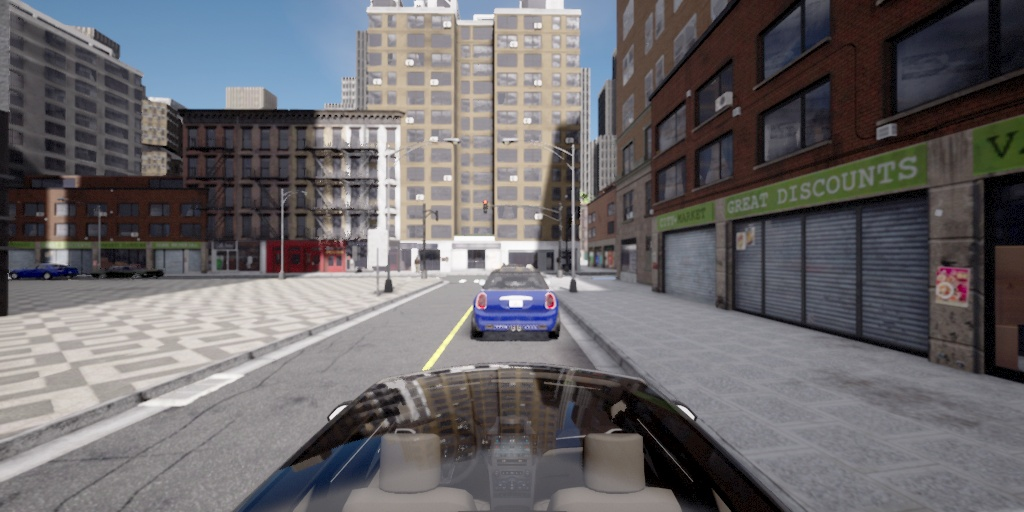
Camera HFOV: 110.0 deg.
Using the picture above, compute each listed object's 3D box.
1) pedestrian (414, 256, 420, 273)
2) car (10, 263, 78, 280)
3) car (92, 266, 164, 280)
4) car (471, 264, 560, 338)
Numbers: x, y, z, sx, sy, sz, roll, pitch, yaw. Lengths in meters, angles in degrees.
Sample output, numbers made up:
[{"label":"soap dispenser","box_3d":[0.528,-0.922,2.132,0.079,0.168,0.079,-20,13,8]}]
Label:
[{"label":"pedestrian","box_3d":[-10.248,0.913,38.519,0.375,1.860,0.375,0,0,-1]},{"label":"car","box_3d":[-45.533,1.477,34.906,5.008,1.535,1.882,0,0,-1]},{"label":"car","box_3d":[-34.074,1.529,31.930,4.718,1.301,1.895,0,0,-1]},{"label":"car","box_3d":[0.083,1.088,10.252,2.097,1.767,4.553,0,0,0]}]
